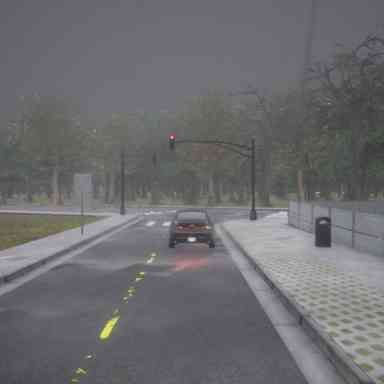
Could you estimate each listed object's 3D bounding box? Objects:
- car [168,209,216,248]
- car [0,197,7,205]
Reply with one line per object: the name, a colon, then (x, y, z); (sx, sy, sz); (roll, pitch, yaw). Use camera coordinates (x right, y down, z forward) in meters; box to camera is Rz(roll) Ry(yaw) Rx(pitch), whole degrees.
car: (0.001, 1.508, 14.736); (1.837, 1.490, 4.892); (0, 0, 0)
car: (-34.196, 1.555, 57.528); (4.902, 1.511, 2.128); (0, 0, 24)
